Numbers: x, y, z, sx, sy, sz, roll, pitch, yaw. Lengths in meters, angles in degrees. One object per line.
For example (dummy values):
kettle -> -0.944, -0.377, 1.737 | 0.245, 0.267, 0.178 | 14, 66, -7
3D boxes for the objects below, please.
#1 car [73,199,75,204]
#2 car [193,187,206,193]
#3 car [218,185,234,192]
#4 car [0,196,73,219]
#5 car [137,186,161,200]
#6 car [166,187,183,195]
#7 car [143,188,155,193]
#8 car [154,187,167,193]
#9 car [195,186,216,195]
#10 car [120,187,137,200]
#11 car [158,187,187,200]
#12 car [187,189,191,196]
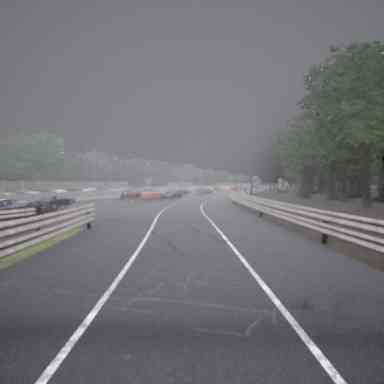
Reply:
car -> -14.875, 1.036, 36.286 | 1.895, 1.301, 4.718 | 0, 2, 17
car -> 2.098, -0.602, 91.804 | 2.128, 1.511, 4.902 | 0, 2, 17
car -> 9.374, -0.696, 91.659 | 1.882, 1.535, 5.008 | 0, 2, 17
car -> -11.344, 1.287, 23.894 | 2.033, 1.411, 5.357 | 0, 2, 17
car -> -6.293, 0.307, 52.385 | 2.097, 1.767, 4.553 | 0, 2, 17
car -> -3.776, -0.232, 72.590 | 2.097, 1.767, 4.553 | 0, 2, 17
car -> -12.057, -0.517, 93.390 | 1.994, 1.385, 4.181 | 0, 2, 17
car -> -8.710, -0.541, 92.366 | 2.128, 1.511, 4.902 | 0, 2, 17
car -> 2.933, -0.077, 70.595 | 2.128, 1.511, 4.902 | 0, 2, 17
car -> -9.640, 0.304, 53.408 | 2.097, 1.767, 4.553 | 0, 2, 17
car -> -2.930, 0.449, 51.417 | 2.128, 1.511, 4.902 | 0, 2, 17
car -> -1.583, 0.028, 67.790 | 1.837, 1.490, 4.892 | 0, 2, 17
